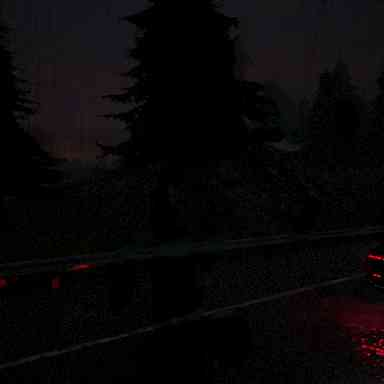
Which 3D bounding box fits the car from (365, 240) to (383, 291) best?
[{"bbox_3d":[6.054,1.566,7.921,4.892,1.490,1.837,0,0,-34],"label":"car"}]
